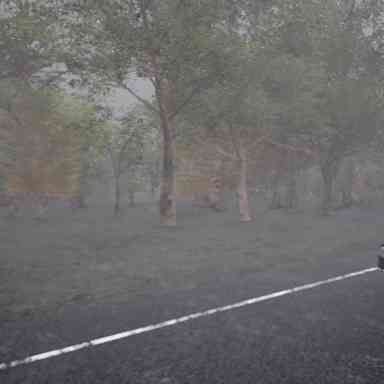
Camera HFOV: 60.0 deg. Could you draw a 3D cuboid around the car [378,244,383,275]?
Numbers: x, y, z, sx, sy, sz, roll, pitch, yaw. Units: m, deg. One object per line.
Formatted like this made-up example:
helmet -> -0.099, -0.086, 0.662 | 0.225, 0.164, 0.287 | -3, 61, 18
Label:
car -> 6.623, 1.522, 8.460 | 4.902, 1.511, 2.128 | 0, 0, -35
